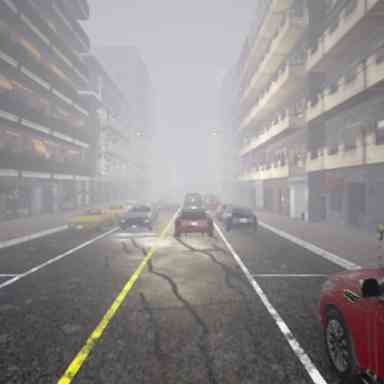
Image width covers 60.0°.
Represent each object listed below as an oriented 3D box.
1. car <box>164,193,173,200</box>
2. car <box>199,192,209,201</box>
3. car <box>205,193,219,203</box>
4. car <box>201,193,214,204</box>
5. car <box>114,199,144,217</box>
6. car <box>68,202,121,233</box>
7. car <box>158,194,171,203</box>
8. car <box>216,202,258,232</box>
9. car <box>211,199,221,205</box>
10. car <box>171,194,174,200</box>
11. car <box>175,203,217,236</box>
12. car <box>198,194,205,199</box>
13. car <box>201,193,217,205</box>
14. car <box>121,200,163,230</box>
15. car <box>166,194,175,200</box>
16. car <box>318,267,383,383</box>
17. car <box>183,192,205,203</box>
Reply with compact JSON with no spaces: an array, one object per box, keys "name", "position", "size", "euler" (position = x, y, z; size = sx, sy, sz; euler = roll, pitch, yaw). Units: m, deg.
[{"name":"car","position":[-5.680,1.142,81.733],"size":[1.967,1.590,4.097],"euler":[-1,0,0]},{"name":"car","position":[2.697,1.037,76.034],"size":[2.192,1.841,5.009],"euler":[-1,0,0]},{"name":"car","position":[2.690,1.281,42.051],"size":[1.967,1.590,4.097],"euler":[-1,0,0]},{"name":"car","position":[2.692,1.095,59.042],"size":[2.192,1.841,5.009],"euler":[-1,0,0]},{"name":"car","position":[-5.693,1.408,30.589],"size":[1.752,1.417,4.829],"euler":[-1,0,0]},{"name":"car","position":[-5.695,1.451,19.262],"size":[1.752,1.417,4.829],"euler":[-1,0,0]},{"name":"car","position":[-5.684,1.286,64.572],"size":[1.752,1.417,4.829],"euler":[-1,0,0]},{"name":"car","position":[2.685,1.491,19.396],"size":[1.947,1.339,4.313],"euler":[-1,0,0]},{"name":"car","position":[2.687,1.486,25.061],"size":[1.802,1.307,4.206],"euler":[-1,0,0]},{"name":"car","position":[-5.680,1.247,75.900],"size":[1.752,1.417,4.829],"euler":[-1,0,0]},{"name":"car","position":[0.104,1.495,18.082],"size":[1.994,1.385,4.181],"euler":[0,0,0]},{"name":"car","position":[2.705,1.231,93.026],"size":[1.947,1.339,4.313],"euler":[-1,0,0]},{"name":"car","position":[2.691,1.115,53.378],"size":[2.192,1.841,5.009],"euler":[-1,0,0]},{"name":"car","position":[-3.090,1.468,20.502],"size":[2.033,1.411,5.357],"euler":[0,0,0]},{"name":"car","position":[-5.676,1.249,87.397],"size":[1.947,1.339,4.313],"euler":[-1,0,0]},{"name":"car","position":[2.677,1.306,2.404],"size":[2.192,1.841,5.009],"euler":[-1,0,0]},{"name":"car","position":[0.112,1.064,41.365],"size":[2.150,2.045,5.566],"euler":[0,0,0]}]
